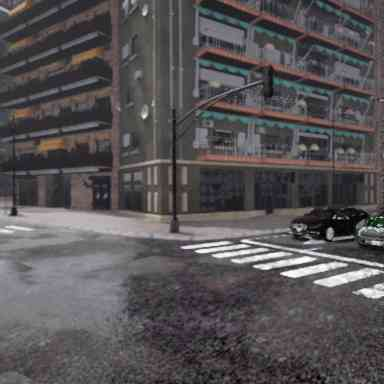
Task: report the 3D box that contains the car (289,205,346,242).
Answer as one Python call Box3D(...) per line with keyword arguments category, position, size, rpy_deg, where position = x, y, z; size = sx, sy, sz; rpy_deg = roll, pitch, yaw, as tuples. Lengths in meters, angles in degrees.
Box3D(category="car", position=(6.755, 1.414, 16.062), size=(4.892, 1.490, 1.837), rpy_deg=(0, 0, -34))

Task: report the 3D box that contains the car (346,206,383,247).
Box3D(category="car", position=(8.600, 1.264, 13.385), size=(4.553, 1.767, 2.097), rpy_deg=(0, 0, -33))
